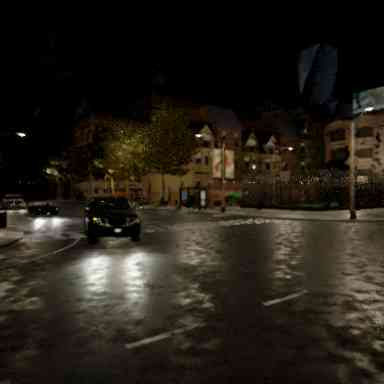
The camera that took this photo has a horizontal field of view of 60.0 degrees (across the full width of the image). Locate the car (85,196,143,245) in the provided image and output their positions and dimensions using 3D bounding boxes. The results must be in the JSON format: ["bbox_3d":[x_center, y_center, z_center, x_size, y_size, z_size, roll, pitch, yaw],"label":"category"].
[{"bbox_3d":[-3.994,1.240,16.260,2.150,2.045,5.566,1,-1,-21],"label":"car"}]

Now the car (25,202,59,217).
[{"bbox_3d":[-14.310,1.644,31.937,1.895,1.301,4.718,0,0,-36],"label":"car"}]

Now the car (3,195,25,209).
[{"bbox_3d":[-24.631,1.380,46.037,2.150,2.045,5.566,0,0,-37],"label":"car"}]
